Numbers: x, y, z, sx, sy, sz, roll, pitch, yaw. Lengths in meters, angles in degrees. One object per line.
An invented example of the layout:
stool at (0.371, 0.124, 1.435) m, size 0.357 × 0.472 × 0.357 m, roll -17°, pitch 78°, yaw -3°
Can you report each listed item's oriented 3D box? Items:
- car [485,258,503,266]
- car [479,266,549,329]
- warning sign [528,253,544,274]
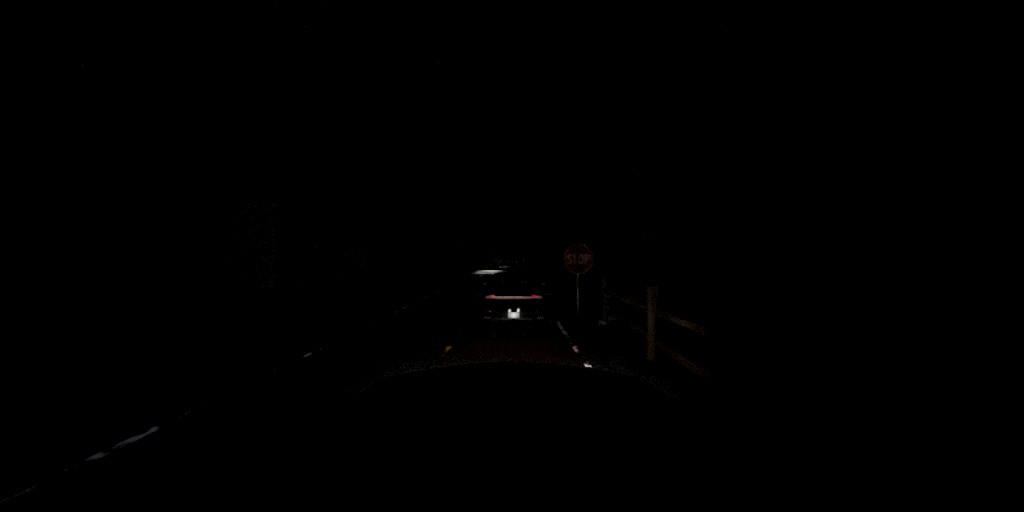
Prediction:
car at (-2.809, 1.199, 51.526) m, size 2.128 × 1.511 × 4.902 m, roll 0°, pitch 0°, yaw 0°
car at (0.062, 1.238, 11.233) m, size 2.128 × 1.511 × 4.902 m, roll 0°, pitch 0°, yaw 0°
warning sign at (2.461, 0.844, 35.077) m, size 1.300 × 1.860 × 1.060 m, roll 0°, pitch 0°, yaw 0°
